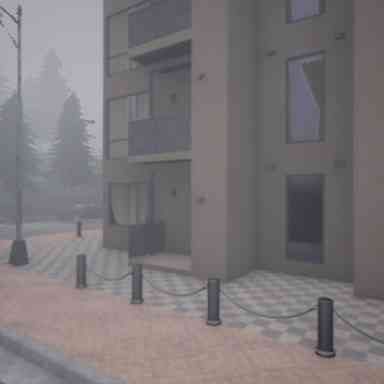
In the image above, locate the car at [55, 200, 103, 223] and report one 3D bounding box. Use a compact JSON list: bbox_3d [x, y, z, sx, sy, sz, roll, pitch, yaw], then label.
[{"bbox_3d":[-8.119,1.449,25.743,1.882,1.535,5.008,0,1,35],"label":"car"}]
